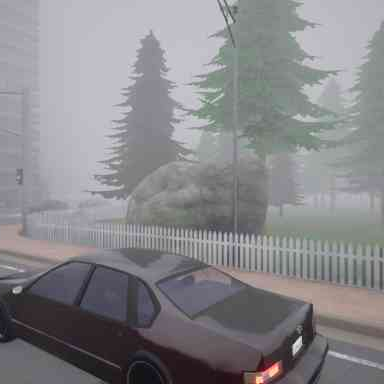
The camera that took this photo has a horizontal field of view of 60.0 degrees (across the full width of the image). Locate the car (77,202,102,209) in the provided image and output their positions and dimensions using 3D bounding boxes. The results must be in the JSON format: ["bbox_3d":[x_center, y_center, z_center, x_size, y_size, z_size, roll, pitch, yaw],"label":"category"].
[{"bbox_3d":[-13.573,1.545,44.400,1.895,1.301,4.718,0,0,3],"label":"car"}]

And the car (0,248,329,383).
[{"bbox_3d":[-1.015,1.547,4.712,5.357,1.411,2.033,0,0,35],"label":"car"}]

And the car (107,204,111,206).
[{"bbox_3d":[-14.325,1.297,54.186,2.097,1.767,4.553,0,0,-12],"label":"car"}]

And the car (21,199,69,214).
[{"bbox_3d":[-15.235,1.492,34.907,2.033,1.411,5.357,0,0,17],"label":"car"}]
